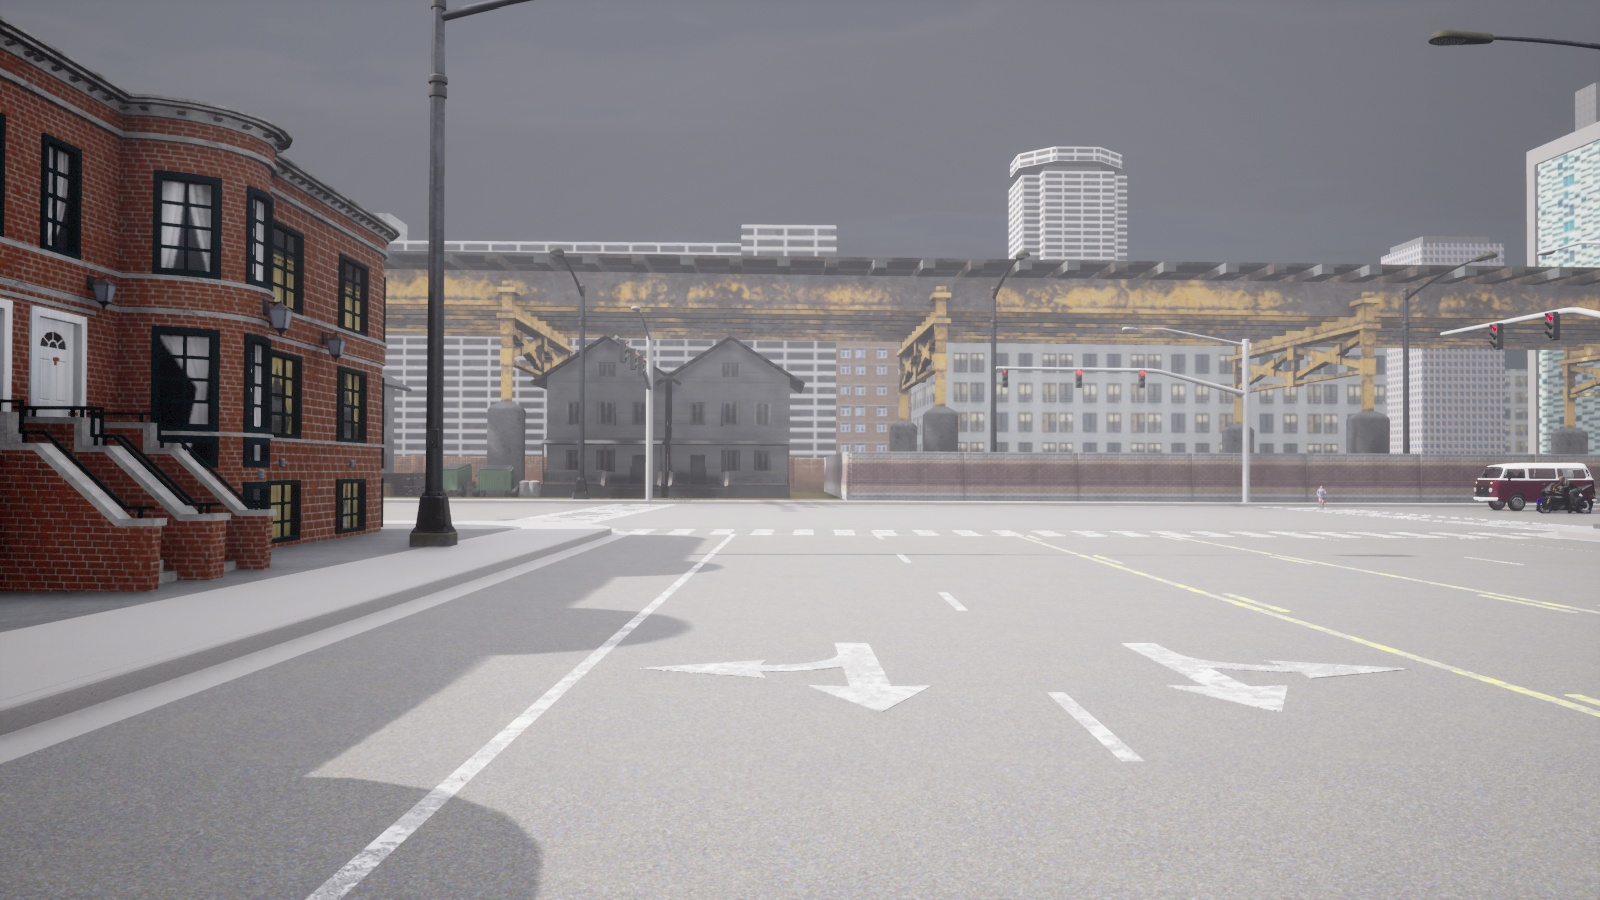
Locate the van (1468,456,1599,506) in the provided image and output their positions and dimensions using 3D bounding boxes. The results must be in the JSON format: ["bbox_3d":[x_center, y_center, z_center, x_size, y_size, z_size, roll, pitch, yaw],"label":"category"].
[{"bbox_3d":[31.123,1.305,53.223,4.480,2.038,2.069,0,-1,0],"label":"van"}]

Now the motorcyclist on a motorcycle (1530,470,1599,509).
[{"bbox_3d":[30.253,1.561,49.681,2.191,1.530,0.866,0,-1,1],"label":"motorcyclist on a motorcycle"}]
